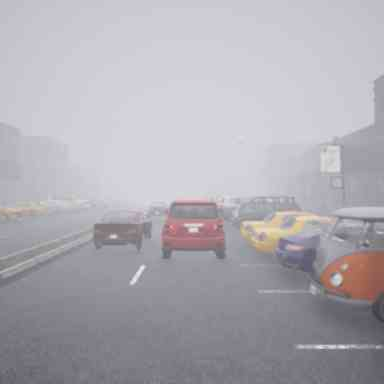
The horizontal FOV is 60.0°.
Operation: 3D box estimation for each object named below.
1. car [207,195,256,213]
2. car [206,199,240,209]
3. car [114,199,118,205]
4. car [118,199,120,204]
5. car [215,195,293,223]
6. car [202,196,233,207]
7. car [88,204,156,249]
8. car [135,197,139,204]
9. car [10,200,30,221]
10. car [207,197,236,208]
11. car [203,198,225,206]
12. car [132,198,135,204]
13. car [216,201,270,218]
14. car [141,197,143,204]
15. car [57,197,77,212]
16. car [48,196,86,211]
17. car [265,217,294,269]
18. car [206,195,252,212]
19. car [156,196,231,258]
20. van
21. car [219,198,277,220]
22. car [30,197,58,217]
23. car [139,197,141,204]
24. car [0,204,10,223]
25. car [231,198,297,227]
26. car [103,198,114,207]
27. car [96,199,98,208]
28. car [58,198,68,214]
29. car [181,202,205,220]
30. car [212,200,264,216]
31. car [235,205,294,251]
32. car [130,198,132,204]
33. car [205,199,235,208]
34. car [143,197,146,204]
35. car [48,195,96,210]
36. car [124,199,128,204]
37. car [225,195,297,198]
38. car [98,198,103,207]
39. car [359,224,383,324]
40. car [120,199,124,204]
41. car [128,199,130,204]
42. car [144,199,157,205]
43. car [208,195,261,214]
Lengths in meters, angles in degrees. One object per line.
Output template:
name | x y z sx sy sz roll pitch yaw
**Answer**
car | 4.624 1.363 39.447 5.566 2.045 2.435 0 -1 0
car | 4.650 1.785 50.464 5.008 1.535 2.097 0 -1 0
car | -15.942 1.899 56.506 5.366 1.575 1.946 0 -1 0
car | -15.724 1.832 59.169 4.553 1.767 2.185 0 -1 0
car | 4.676 1.293 25.670 5.566 2.045 2.435 0 0 0
car | 4.687 1.753 61.497 5.566 2.045 2.435 0 -1 0
car | -2.921 1.529 14.915 1.882 1.535 5.008 0 0 0
car | -15.706 2.420 78.606 4.674 1.452 2.002 0 -1 0
car | -15.830 1.537 25.958 5.008 1.535 2.097 0 0 0
car | 4.688 1.714 53.224 4.553 1.767 2.185 0 -1 0
car | 4.630 2.051 69.764 4.553 1.767 2.185 0 -1 0
car | -15.715 2.257 73.176 5.008 1.535 2.097 0 -1 0
car | 4.679 1.587 31.183 4.792 1.488 2.163 0 0 0
car | -15.703 2.510 84.165 4.892 1.521 2.231 0 -1 0
car | -15.798 1.620 36.943 4.674 1.452 2.002 0 0 0
car | -15.980 1.605 39.717 5.366 1.575 1.946 0 -1 0
car | 4.641 1.557 9.123 4.674 1.452 2.002 0 0 0
car | 4.625 1.398 42.204 5.566 2.045 2.435 0 -1 0
car | 0.068 1.271 13.084 2.150 2.045 5.566 0 0 0
van | 4.526 1.282 6.365 4.442 1.987 1.878 0 0 0
car | 4.680 1.422 28.425 4.553 1.767 2.185 0 0 0
car | -15.998 1.544 31.515 5.366 1.575 1.946 0 0 0
car | -15.731 2.473 81.385 4.792 1.488 2.163 0 -1 0
car | -15.837 1.536 23.055 4.892 1.521 2.231 0 0 0
car | 4.615 1.413 20.155 4.553 1.767 2.185 0 0 0
car | -15.769 1.847 53.726 4.892 1.521 2.231 0 -1 0
car | -15.780 1.725 45.269 4.674 1.452 2.002 0 -1 0
car | -15.809 1.600 34.285 4.674 1.452 2.002 0 0 0
car | 0.081 1.635 29.578 1.994 1.385 4.181 0 0 0
car | 4.645 1.568 33.935 5.008 1.535 2.097 0 0 0
car | 4.830 1.527 14.639 5.366 1.575 1.946 0 0 0
car | -15.756 2.222 70.271 4.792 1.488 2.163 0 -1 0
car | 4.686 1.924 55.978 4.792 1.488 2.163 0 -1 0
car | -15.681 2.681 89.718 4.674 1.452 2.002 0 -1 0
car | -15.760 1.391 42.499 5.566 2.045 2.435 0 -1 0
car | -15.744 2.073 64.715 5.008 1.535 2.097 0 -1 0
car | 4.619 1.290 22.913 5.566 2.045 2.435 0 0 0
car | -15.744 1.608 48.049 4.553 1.767 2.185 0 -1 0
car | 4.673 1.372 3.607 4.553 1.767 2.185 0 0 0
car | -15.716 2.044 61.937 4.792 1.488 2.163 0 -1 0
car | -15.726 2.134 67.494 4.892 1.521 2.231 0 -1 0
car | -2.915 1.599 30.115 1.812 1.442 4.674 0 0 0
car | 4.623 1.339 36.694 5.566 2.045 2.435 0 0 0
